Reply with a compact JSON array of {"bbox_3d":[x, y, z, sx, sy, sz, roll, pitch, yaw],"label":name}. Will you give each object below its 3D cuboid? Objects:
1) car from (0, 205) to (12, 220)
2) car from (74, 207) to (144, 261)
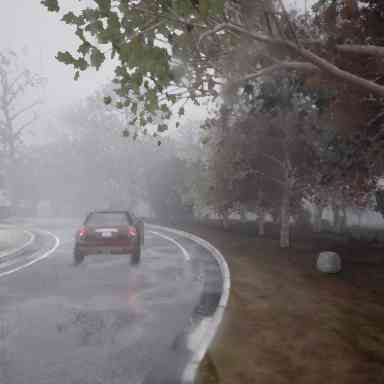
[{"bbox_3d":[-16.666,1.493,25.955,5.008,1.535,1.882,0,-1,12],"label":"car"},{"bbox_3d":[-2.948,1.357,12.587,2.097,1.767,4.553,0,0,-7],"label":"car"}]
